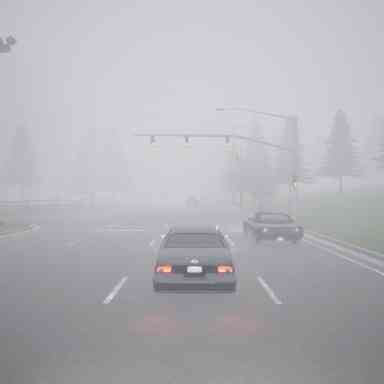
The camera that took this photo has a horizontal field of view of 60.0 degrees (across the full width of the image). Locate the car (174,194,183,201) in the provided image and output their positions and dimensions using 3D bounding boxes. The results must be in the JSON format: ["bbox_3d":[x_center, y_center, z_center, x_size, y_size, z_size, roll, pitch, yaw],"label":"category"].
[{"bbox_3d":[-3.487,1.517,84.056,1.812,1.442,4.674,0,0,0],"label":"car"}]

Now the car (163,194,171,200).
[{"bbox_3d":[-6.985,1.385,94.060,1.994,1.385,4.181,0,0,0],"label":"car"}]

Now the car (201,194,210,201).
[{"bbox_3d":[3.513,1.492,83.639,1.837,1.490,4.892,0,0,0],"label":"car"}]

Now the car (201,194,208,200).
[{"bbox_3d":[3.515,1.310,94.059,1.882,1.535,5.008,0,0,0],"label":"car"}]

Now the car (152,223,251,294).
[{"bbox_3d":[0.068,1.547,8.957,2.033,1.411,5.357,0,0,0],"label":"car"}]

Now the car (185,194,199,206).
[{"bbox_3d":[0.006,1.352,52.996,2.097,1.767,4.553,0,0,0],"label":"car"}]

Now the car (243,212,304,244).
[{"bbox_3d":[3.602,1.601,15.728,1.895,1.301,4.718,0,0,0],"label":"car"}]

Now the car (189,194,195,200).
[{"bbox_3d":[0.015,1.310,94.059,1.882,1.535,5.008,0,0,0],"label":"car"}]

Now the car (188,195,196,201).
[{"bbox_3d":[0.013,1.531,83.639,2.033,1.411,5.357,0,0,0],"label":"car"}]

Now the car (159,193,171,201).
[{"bbox_3d":[-6.987,1.217,83.670,2.150,2.045,5.566,0,0,0],"label":"car"}]

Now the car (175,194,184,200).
[{"bbox_3d":[-3.485,1.357,94.060,2.128,1.511,4.902,0,0,0],"label":"car"}]
